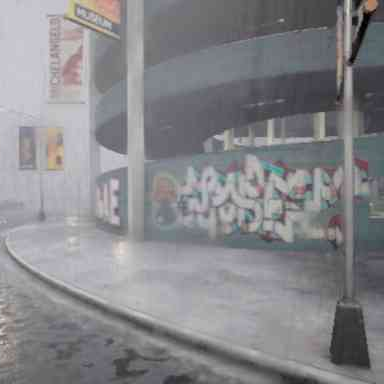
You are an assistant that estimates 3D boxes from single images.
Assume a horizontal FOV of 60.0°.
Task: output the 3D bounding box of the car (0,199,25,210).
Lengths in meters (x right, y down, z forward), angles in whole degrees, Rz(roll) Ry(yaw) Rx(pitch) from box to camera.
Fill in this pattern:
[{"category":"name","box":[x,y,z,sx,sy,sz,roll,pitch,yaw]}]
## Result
[{"category":"car","box":[-21.571,1.495,38.042,1.895,1.301,4.718,0,0,14]}]
